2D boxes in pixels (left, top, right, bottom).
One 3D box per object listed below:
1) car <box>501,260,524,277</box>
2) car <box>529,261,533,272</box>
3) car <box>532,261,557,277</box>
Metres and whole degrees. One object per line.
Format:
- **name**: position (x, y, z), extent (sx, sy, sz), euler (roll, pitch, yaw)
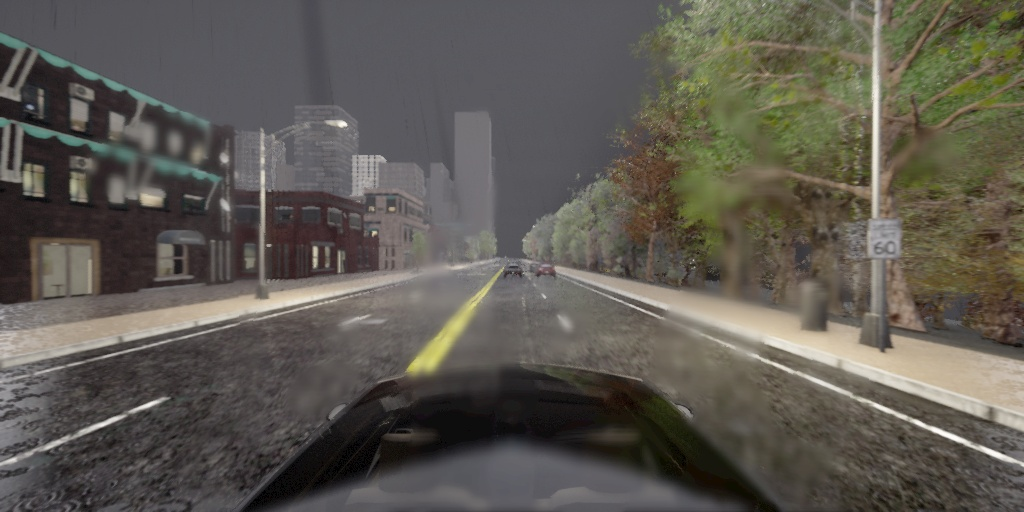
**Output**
- **car**: position (0.099, 1.345, 36.206), extent (1.837, 1.490, 4.892), euler (0, 0, 0)
- **car**: position (3.278, 1.360, 47.385), extent (2.128, 1.511, 4.902), euler (0, 0, 0)
- **car**: position (3.352, 1.366, 36.449), extent (1.812, 1.442, 4.674), euler (0, 0, 0)
